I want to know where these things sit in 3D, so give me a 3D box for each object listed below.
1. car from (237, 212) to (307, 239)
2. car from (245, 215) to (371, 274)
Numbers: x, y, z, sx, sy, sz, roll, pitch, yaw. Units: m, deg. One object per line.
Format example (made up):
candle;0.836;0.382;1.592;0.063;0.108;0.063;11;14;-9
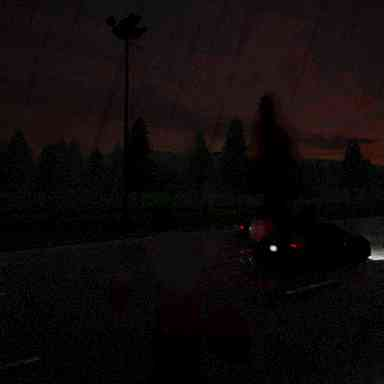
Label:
car;4.561;1.647;15.601;5.357;1.411;2.033;1;0;-35
car;4.029;1.640;10.935;4.181;1.385;1.994;0;0;-35
